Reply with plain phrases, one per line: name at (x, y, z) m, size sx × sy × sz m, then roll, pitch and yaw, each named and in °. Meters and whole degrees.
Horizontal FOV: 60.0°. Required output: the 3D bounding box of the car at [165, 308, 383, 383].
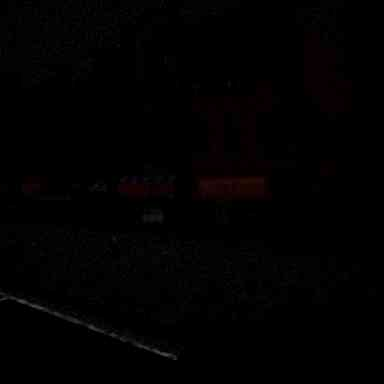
car at (2.055, 1.317, 1.360) m, size 5.009 × 1.841 × 2.192 m, roll 0°, pitch -1°, yaw 36°
